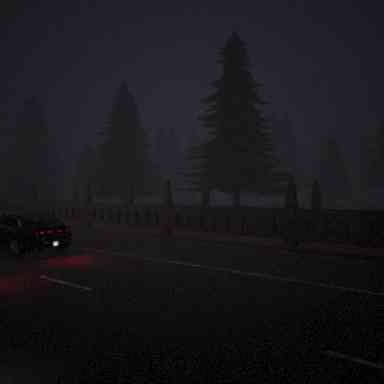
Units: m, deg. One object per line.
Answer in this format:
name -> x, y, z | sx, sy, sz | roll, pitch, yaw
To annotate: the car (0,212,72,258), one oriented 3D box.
car -> -6.701, 1.534, 12.982 | 4.892, 1.490, 1.837 | 0, 0, 36
